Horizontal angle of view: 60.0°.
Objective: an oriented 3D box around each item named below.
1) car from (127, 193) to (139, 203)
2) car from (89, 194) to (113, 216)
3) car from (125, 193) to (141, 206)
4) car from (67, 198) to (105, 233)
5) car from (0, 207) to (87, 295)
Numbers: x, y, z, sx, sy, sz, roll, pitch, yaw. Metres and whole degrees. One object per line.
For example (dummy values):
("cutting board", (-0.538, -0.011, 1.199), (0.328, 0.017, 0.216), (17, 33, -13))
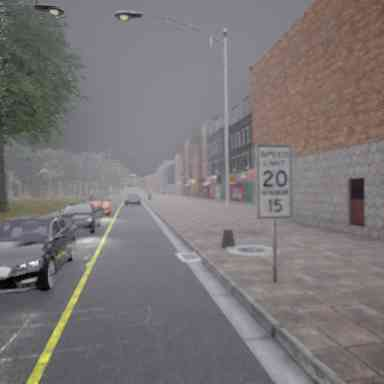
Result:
("car", (-9.326, 0.846, 52.330), (1.812, 1.442, 4.674), (-1, 1, -10))
("car", (-7.702, 0.987, 27.351), (2.097, 1.767, 4.553), (-1, 1, -10))
("car", (-7.523, 0.975, 42.541), (1.994, 1.385, 4.181), (-1, 1, -10))
("car", (-5.918, 1.299, 17.662), (1.812, 1.442, 4.674), (-1, 1, -11))
("car", (-4.254, 1.410, 8.649), (2.128, 1.511, 4.902), (-1, 1, -10))
